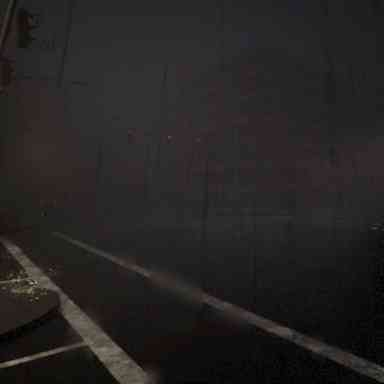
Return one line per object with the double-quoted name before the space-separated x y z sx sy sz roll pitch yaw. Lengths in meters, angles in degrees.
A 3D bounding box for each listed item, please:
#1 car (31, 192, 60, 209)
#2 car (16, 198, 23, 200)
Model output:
"car" -19.900 1.292 45.028 2.097 1.767 4.553 0 0 -36
"car" -29.359 1.135 57.998 2.033 1.411 5.357 0 0 -36
